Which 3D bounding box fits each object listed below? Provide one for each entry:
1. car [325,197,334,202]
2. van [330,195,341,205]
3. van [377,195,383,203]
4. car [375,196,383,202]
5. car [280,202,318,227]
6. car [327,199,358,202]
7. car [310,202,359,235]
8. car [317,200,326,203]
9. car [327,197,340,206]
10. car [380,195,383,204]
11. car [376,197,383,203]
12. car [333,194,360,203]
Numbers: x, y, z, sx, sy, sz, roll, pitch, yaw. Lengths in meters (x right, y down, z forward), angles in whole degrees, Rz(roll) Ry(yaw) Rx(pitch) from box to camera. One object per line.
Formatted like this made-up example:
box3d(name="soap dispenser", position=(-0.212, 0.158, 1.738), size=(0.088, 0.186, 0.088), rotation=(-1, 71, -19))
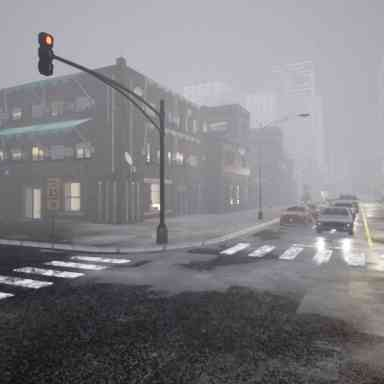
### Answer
box3d(name="car", position=(14.713, 1.549, 37.763), size=(1.752, 1.417, 4.829), rotation=(0, 0, 27))
box3d(name="van", position=(27.123, 1.405, 62.635), size=(1.690, 1.788, 3.998), rotation=(0, 0, 27))
box3d(name="van", position=(37.089, 1.417, 63.838), size=(1.690, 1.788, 3.998), rotation=(0, 0, 27))
box3d(name="car", position=(44.490, 1.677, 78.670), size=(1.947, 1.339, 4.313), rotation=(0, 0, 27))
box3d(name="car", position=(7.310, 1.553, 23.126), size=(1.887, 1.381, 4.507), rotation=(0, 0, 27))
box3d(name="car", position=(12.595, 1.540, 27.648), size=(1.812, 1.442, 4.674), rotation=(0, 0, 27))
box3d(name="car", position=(8.357, 1.554, 19.208), size=(2.033, 1.411, 5.357), rotation=(0, 0, 27))
box3d(name="car", position=(9.854, 1.579, 28.027), size=(1.947, 1.339, 4.313), rotation=(0, 0, 27))
box3d(name="car", position=(24.580, 1.579, 57.539), size=(1.752, 1.417, 4.829), rotation=(0, 0, 27))
box3d(name="car", position=(32.154, 1.637, 53.949), size=(1.802, 1.307, 4.206), rotation=(0, 0, 27))
box3d(name="car", position=(42.023, 1.681, 73.725), size=(1.802, 1.307, 4.206), rotation=(0, 0, 27))
box3d(name="car", position=(17.391, 1.246, 37.108), size=(2.150, 2.045, 5.566), rotation=(0, 0, 27))
